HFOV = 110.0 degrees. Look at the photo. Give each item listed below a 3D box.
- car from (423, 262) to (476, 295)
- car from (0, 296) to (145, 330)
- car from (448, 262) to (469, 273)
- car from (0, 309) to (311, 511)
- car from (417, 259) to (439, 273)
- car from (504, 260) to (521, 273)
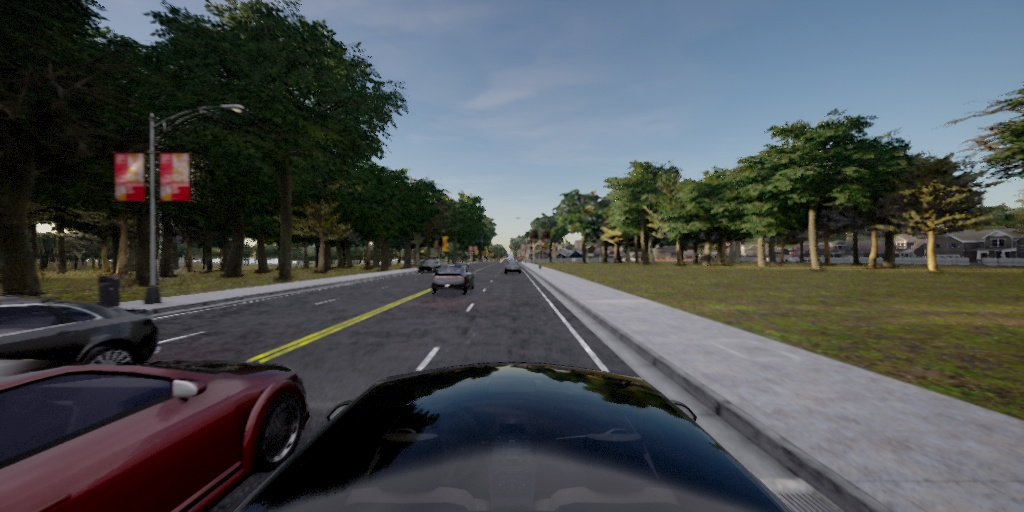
[{"bbox_3d":[-3.155,1.250,19.917,2.128,1.511,4.902,0,0,0],"label":"car"},{"bbox_3d":[-6.601,1.241,3.687,2.128,1.511,4.902,0,0,0],"label":"car"},{"bbox_3d":[-6.595,1.394,44.910,1.895,1.301,4.718,0,0,0],"label":"car"},{"bbox_3d":[-3.151,1.314,2.145,1.994,1.385,4.181,0,0,0],"label":"car"},{"bbox_3d":[-9.842,1.141,43.118,2.097,1.767,4.553,0,0,0],"label":"car"},{"bbox_3d":[0.089,1.355,43.893,1.994,1.385,4.181,0,0,0],"label":"car"}]
